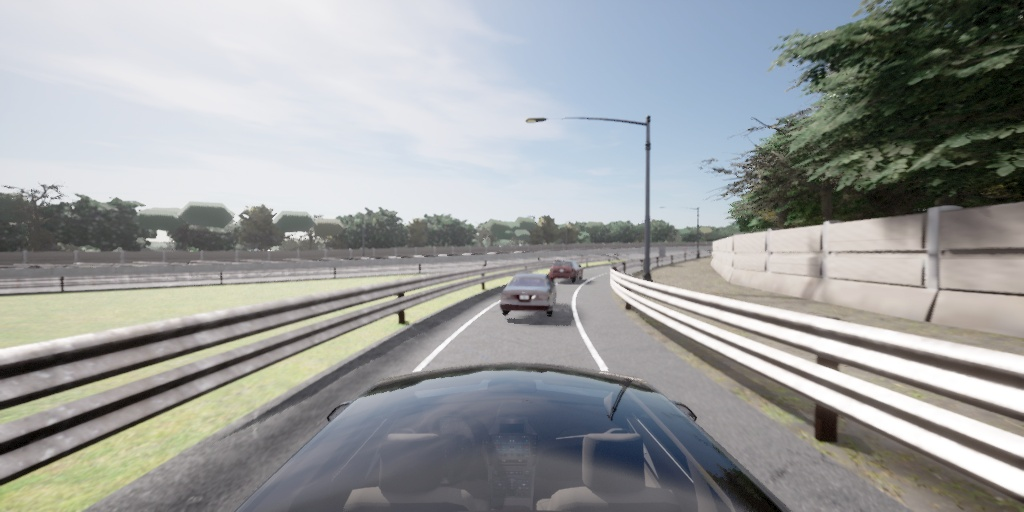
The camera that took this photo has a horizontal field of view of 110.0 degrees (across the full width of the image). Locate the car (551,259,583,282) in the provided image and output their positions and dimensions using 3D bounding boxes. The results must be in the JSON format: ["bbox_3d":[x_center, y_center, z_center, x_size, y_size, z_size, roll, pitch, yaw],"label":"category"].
[{"bbox_3d":[4.463,1.099,29.054,2.097,1.767,4.553,1,1,20],"label":"car"}]

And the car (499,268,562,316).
[{"bbox_3d":[0.768,1.377,13.991,2.033,1.411,5.357,0,0,9],"label":"car"}]
